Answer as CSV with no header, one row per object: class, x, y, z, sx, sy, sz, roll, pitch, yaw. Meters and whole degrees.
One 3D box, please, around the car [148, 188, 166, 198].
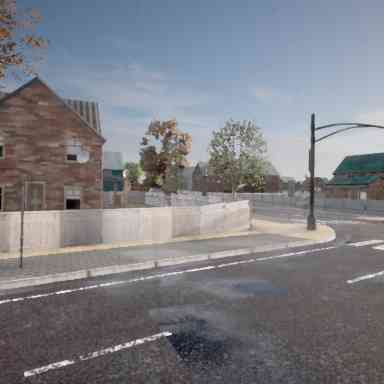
car,-6.545,0.336,61.636,2.150,2.045,5.566,1,1,-21
